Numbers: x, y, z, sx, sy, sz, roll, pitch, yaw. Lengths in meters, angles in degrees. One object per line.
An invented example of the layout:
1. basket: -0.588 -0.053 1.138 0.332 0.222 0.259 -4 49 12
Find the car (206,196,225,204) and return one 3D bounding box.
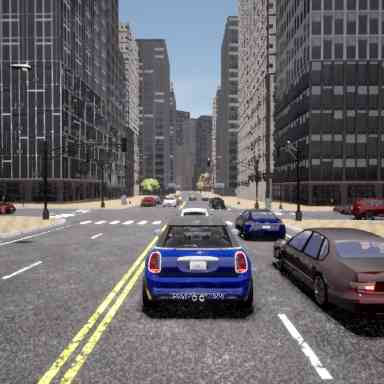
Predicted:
1. car: 3.377 1.475 44.999 1.837 1.490 4.892 -1 0 -2

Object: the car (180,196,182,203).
1. car: -3.228 1.501 59.467 2.033 1.411 5.357 0 0 0

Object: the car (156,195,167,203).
1. car: -6.384 1.417 70.322 1.882 1.535 5.008 0 0 0

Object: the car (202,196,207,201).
1. car: 3.385 1.513 80.452 1.895 1.301 4.718 0 0 0

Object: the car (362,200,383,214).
1. car: 21.871 1.643 37.057 4.829 1.417 1.752 1 0 1

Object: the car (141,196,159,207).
1. car: -6.508 1.442 50.025 1.882 1.535 5.008 0 0 0

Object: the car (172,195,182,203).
1. car: -3.135 1.418 69.683 1.882 1.535 5.008 0 0 0

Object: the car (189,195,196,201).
1. car: 0.133 1.451 79.797 2.128 1.511 4.902 0 0 0

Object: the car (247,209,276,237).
1. car: 3.376 1.555 17.030 1.994 1.385 4.181 0 0 0

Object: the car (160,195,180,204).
1. car: -3.259 1.490 49.776 1.812 1.442 4.674 0 0 0

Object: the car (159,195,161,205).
1. car: -6.477 1.500 59.952 2.033 1.411 5.357 0 0 0

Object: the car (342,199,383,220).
1. car: 16.249 1.519 28.779 5.009 1.841 2.192 1 0 1

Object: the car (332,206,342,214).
1. car: 17.546 1.669 34.541 5.357 1.411 2.033 0 1 1

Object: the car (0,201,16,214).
1. car: -19.340 1.408 32.013 4.181 1.385 1.994 1 1 1

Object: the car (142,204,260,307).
1. car: 0.113 1.348 8.131 2.097 1.767 4.553 0 0 0

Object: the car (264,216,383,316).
1. car: 3.362 1.544 7.791 2.033 1.411 5.357 0 0 0
